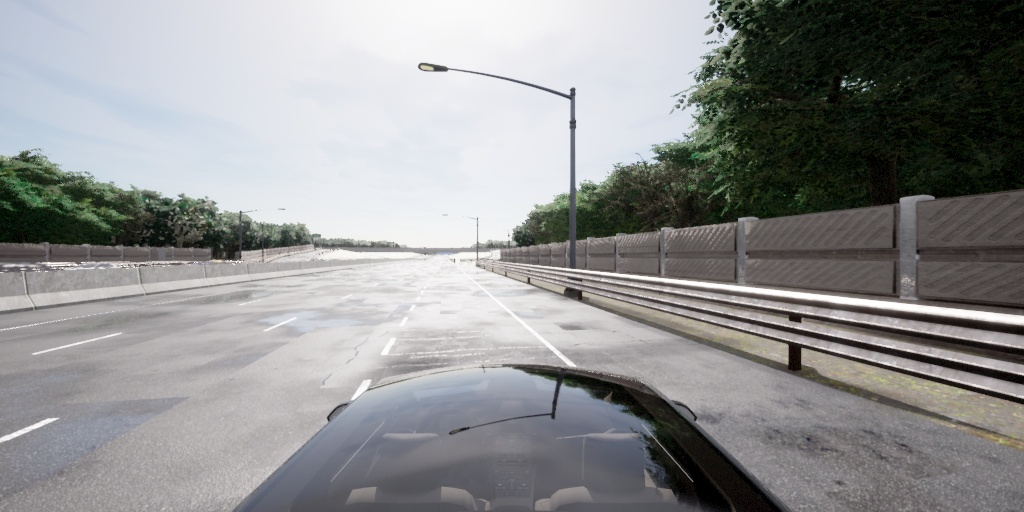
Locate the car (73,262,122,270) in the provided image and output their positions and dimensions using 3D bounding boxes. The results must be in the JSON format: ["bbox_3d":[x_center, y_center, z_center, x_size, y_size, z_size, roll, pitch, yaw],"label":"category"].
[{"bbox_3d":[-37.617,1.290,32.216,1.812,1.442,4.674,0,0,-10],"label":"car"}]

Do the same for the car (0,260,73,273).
[{"bbox_3d":[-24.040,1.101,16.613,2.097,1.767,4.553,0,0,-11],"label":"car"}]

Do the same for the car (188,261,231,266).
[{"bbox_3d":[-31.591,1.250,38.151,1.882,1.535,5.008,0,0,-10],"label":"car"}]
